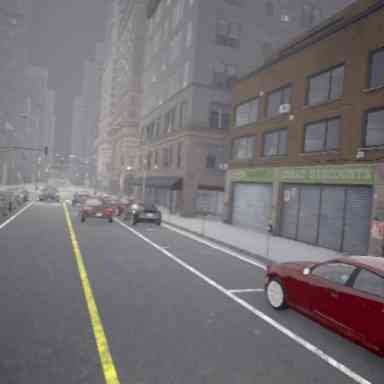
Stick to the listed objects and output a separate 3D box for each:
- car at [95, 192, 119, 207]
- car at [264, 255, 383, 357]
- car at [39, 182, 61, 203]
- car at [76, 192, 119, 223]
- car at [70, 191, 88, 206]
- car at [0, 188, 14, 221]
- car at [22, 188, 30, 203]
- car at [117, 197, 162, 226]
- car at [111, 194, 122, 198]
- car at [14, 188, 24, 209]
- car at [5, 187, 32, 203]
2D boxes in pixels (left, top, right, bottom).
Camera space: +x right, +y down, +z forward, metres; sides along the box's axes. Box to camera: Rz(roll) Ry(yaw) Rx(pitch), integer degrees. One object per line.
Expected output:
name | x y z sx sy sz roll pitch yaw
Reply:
car | -9.306 0.802 36.268 1.887 1.381 4.507 3 0 -22
car | 2.985 1.747 5.624 1.887 1.381 4.507 3 0 -22
car | -15.601 0.153 36.580 2.097 1.767 4.553 4 0 -22
car | -6.116 1.040 21.073 1.812 1.442 4.674 4 0 -22
car | -11.088 0.624 33.421 2.128 1.511 4.902 4 0 -21
car | -11.043 0.604 17.763 1.967 1.590 4.097 3 0 -22
car | -15.147 0.401 27.979 2.008 1.369 4.403 3 0 -22
car | -3.162 1.294 20.946 1.947 1.339 4.313 3 0 -22
car | -5.209 1.116 26.053 1.887 1.381 4.507 3 0 -22
car | -13.100 0.573 22.872 1.947 1.339 4.313 3 0 -22
car | -17.195 0.238 33.087 1.887 1.381 4.507 3 0 -22
